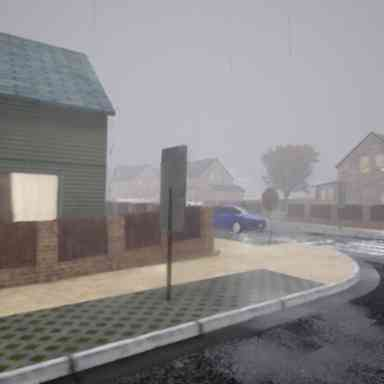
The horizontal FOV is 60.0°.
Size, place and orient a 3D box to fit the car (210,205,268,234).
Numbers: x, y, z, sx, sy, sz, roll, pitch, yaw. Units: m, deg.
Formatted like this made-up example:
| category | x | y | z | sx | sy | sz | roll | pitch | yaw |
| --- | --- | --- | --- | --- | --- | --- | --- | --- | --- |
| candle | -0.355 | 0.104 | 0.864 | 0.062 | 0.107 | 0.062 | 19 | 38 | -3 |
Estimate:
| category | x | y | z | sx | sy | sz | roll | pitch | yaw |
| --- | --- | --- | --- | --- | --- | --- | --- | --- | --- |
| car | 2.323 | 1.544 | 19.980 | 1.882 | 1.535 | 5.008 | 2 | -1 | -34 |

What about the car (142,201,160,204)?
| category | x | y | z | sx | sy | sz | roll | pitch | yaw |
| --- | --- | --- | --- | --- | --- | --- | --- | --- | --- |
| car | -3.243 | 1.597 | 28.353 | 1.837 | 1.490 | 4.892 | 2 | -1 | -33 |

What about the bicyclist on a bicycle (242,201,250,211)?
| category | x | y | z | sx | sy | sz | roll | pitch | yaw |
| --- | --- | --- | --- | --- | --- | --- | --- | --- | --- |
| bicyclist on a bicycle | 4.357 | 1.557 | 27.507 | 1.656 | 1.620 | 0.582 | 2 | -1 | -34 |
